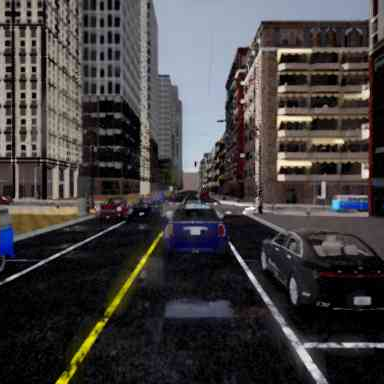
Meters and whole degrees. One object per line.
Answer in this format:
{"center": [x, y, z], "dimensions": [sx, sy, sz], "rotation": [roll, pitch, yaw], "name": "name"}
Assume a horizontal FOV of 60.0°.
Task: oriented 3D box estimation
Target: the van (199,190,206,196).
{"center": [2.754, 0.258, 90.154], "dimensions": [1.690, 1.788, 3.998], "rotation": [0, 1, 0], "name": "van"}

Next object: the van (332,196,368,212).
{"center": [16.954, 1.269, 35.104], "dimensions": [3.998, 1.788, 1.690], "rotation": [1, 0, 0], "name": "van"}

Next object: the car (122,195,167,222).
{"center": [-2.985, 1.086, 21.850], "dimensions": [1.994, 1.385, 4.181], "rotation": [0, 1, 0], "name": "car"}

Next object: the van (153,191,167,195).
{"center": [-5.651, 0.647, 56.856], "dimensions": [1.690, 1.788, 3.998], "rotation": [0, 1, 0], "name": "van"}

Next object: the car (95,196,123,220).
{"center": [-5.675, 1.137, 24.385], "dimensions": [1.967, 1.590, 4.097], "rotation": [0, 1, 0], "name": "car"}

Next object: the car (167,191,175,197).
{"center": [-5.634, 0.573, 78.890], "dimensions": [1.752, 1.417, 4.829], "rotation": [0, 1, 0], "name": "car"}

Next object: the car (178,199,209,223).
{"center": [0.116, 1.274, 23.260], "dimensions": [1.994, 1.385, 4.181], "rotation": [0, 1, 0], "name": "car"}

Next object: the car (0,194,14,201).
{"center": [-21.107, 0.634, 35.173], "dimensions": [4.097, 1.590, 1.967], "rotation": [1, 0, 0], "name": "car"}

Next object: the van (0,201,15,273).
{"center": [-5.686, 1.247, 7.439], "dimensions": [1.690, 1.788, 3.998], "rotation": [0, 1, 0], "name": "van"}

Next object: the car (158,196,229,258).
{"center": [0.108, 1.200, 12.141], "dimensions": [2.097, 1.767, 4.553], "rotation": [0, 1, 0], "name": "car"}

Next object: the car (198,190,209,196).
{"center": [2.742, 0.425, 73.502], "dimensions": [2.192, 1.841, 5.009], "rotation": [0, 1, 0], "name": "car"}

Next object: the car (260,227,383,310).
{"center": [2.694, 1.456, 7.435], "dimensions": [2.008, 1.369, 4.403], "rotation": [0, 1, 0], "name": "car"}
